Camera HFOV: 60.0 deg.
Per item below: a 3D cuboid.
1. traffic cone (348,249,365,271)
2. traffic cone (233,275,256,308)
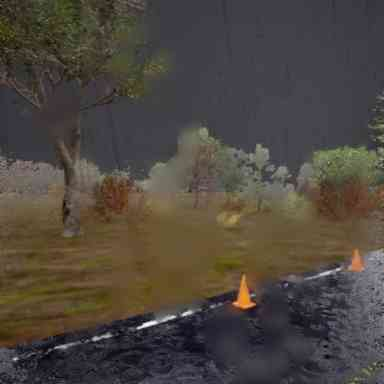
[{"bbox_3d":[4.848,1.971,9.793,0.340,0.580,0.340,0,0,-40],"label":"traffic cone"},{"bbox_3d":[1.055,1.972,6.701,0.340,0.580,0.340,0,0,-38],"label":"traffic cone"}]
